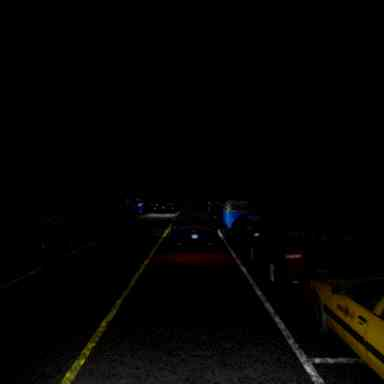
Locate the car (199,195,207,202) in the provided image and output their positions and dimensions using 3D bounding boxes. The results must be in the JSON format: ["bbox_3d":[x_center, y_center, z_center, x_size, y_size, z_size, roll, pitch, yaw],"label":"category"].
[{"bbox_3d":[2.909,1.677,87.792,1.967,1.590,4.097,0,0,0],"label":"car"}]

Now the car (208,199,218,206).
[{"bbox_3d":[2.817,1.627,31.771,1.887,1.381,4.507,0,0,0],"label":"car"}]

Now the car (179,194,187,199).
[{"bbox_3d":[-2.871,1.364,78.821,2.033,1.411,5.357,0,0,0],"label":"car"}]

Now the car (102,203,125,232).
[{"bbox_3d":[-5.727,1.598,20.572,1.887,1.381,4.507,0,0,0],"label":"car"}]

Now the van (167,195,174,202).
[{"bbox_3d":[-5.616,1.578,87.792,1.690,1.788,3.998,0,0,0],"label":"van"}]

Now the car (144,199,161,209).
[{"bbox_3d":[-5.681,1.693,48.580,1.947,1.339,4.313,0,0,0],"label":"car"}]

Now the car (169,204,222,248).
[{"bbox_3d":[0.113,1.516,15.008,1.882,1.535,5.008,0,0,0],"label":"car"}]

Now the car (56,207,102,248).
[{"bbox_3d":[-5.737,1.584,14.969,1.887,1.381,4.507,0,0,0],"label":"car"}]

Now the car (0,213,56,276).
[{"bbox_3d":[-5.745,1.465,9.368,1.967,1.590,4.097,0,0,0],"label":"car"}]

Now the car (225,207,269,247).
[{"bbox_3d":[2.789,1.583,14.964,1.887,1.381,4.507,0,0,0],"label":"car"}]

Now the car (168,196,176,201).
[{"bbox_3d":[-5.607,1.780,93.223,1.752,1.417,4.829,0,0,0],"label":"car"}]

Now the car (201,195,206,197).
[{"bbox_3d":[2.854,1.686,54.179,1.887,1.381,4.507,0,0,0],"label":"car"}]

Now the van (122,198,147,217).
[{"bbox_3d":[-5.708,1.424,31.776,1.690,1.788,3.998,0,0,0],"label":"van"}]

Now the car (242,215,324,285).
[{"bbox_3d":[2.779,1.569,9.362,1.887,1.381,4.507,0,0,0],"label":"car"}]

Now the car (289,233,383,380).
[{"bbox_3d":[2.771,1.536,3.930,1.752,1.417,4.829,0,0,0],"label":"car"}]

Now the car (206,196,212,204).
[{"bbox_3d":[2.826,1.537,37.373,1.967,1.590,4.097,0,0,0],"label":"car"}]

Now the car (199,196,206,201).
[{"bbox_3d":[2.918,1.837,93.393,1.802,1.307,4.206,0,0,0],"label":"car"}]

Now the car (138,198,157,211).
[{"bbox_3d":[-5.690,1.552,42.979,1.967,1.590,4.097,0,0,0],"label":"car"}]

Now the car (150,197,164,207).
[{"bbox_3d":[-5.671,1.582,54.182,1.967,1.590,4.097,0,0,0],"label":"car"}]

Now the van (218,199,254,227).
[{"bbox_3d":[2.799,1.394,20.566,1.690,1.788,3.998,0,0,0],"label":"van"}]

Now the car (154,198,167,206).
[{"bbox_3d":[-5.663,1.722,59.783,1.947,1.339,4.313,0,0,0],"label":"car"}]

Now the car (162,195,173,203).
[{"bbox_3d":[-5.634,1.518,76.589,2.192,1.841,5.009,0,0,0],"label":"car"}]

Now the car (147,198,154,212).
[{"bbox_3d":[-5.700,1.679,37.376,1.802,1.307,4.206,0,0,0],"label":"car"}]

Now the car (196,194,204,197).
[{"bbox_3d":[2.503,1.539,70.807,2.097,1.767,4.553,0,0,0],"label":"car"}]

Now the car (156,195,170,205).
[{"bbox_3d":[-5.652,1.487,65.386,2.192,1.841,5.009,0,0,0],"label":"car"}]

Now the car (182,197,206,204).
[{"bbox_3d":[0.149,1.565,33.656,1.882,1.535,5.008,0,0,0],"label":"car"}]

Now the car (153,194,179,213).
[{"bbox_3d":[-3.036,1.321,38.250,2.150,2.045,5.566,0,0,0],"label":"car"}]
